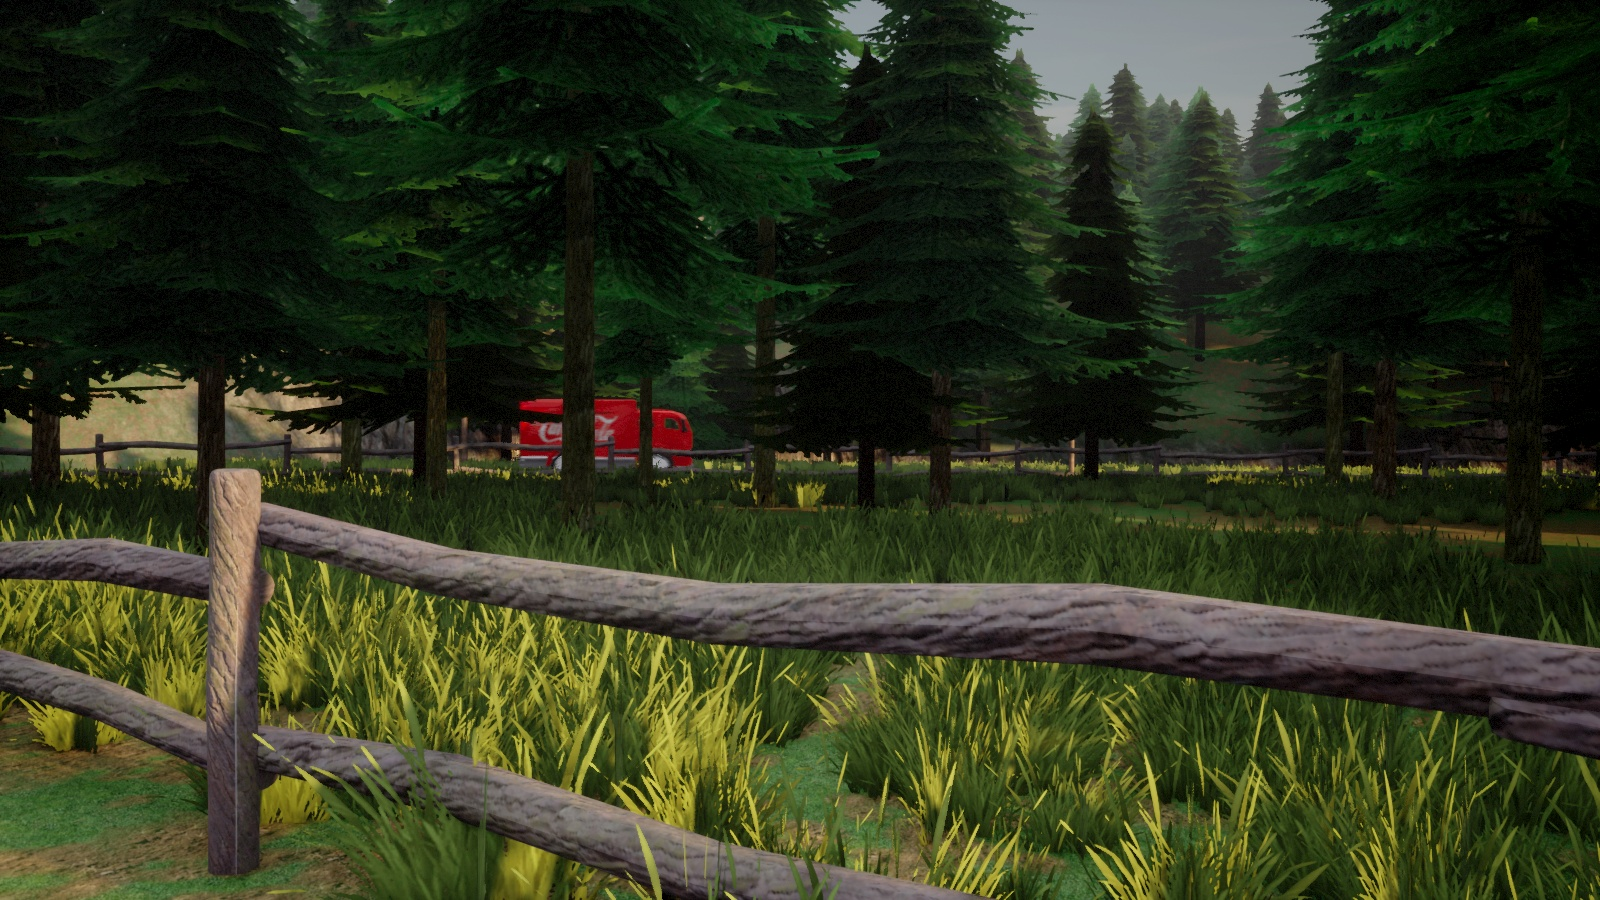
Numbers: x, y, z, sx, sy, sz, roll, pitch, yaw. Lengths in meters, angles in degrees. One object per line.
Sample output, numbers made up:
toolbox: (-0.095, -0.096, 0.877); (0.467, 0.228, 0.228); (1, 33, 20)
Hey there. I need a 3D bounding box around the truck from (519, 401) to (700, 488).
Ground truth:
truck: (-5.819, -0.196, 38.087); (5.204, 2.467, 2.627); (-1, 1, -13)
